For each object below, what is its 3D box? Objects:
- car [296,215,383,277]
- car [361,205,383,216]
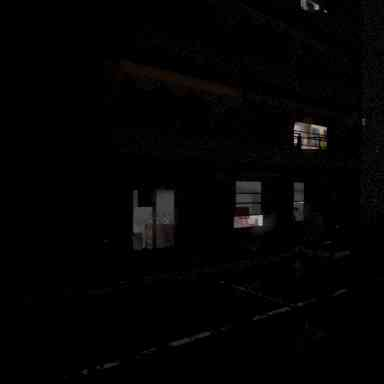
[{"bbox_3d":[5.012,1.582,10.209,4.206,1.307,1.802,0,0,-36],"label":"car"},{"bbox_3d":[16.791,1.888,32.071,1.895,1.301,4.718,0,-1,-36],"label":"car"}]
